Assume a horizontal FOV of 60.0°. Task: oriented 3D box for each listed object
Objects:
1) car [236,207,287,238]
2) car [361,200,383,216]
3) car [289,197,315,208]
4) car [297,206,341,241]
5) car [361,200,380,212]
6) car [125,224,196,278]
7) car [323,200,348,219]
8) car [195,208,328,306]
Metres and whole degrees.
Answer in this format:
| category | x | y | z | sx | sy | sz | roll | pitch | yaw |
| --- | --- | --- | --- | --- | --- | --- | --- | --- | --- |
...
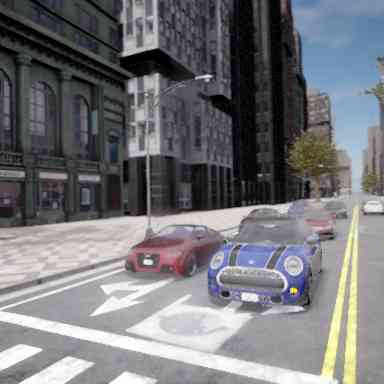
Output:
| category | x | y | z | sx | sy | sz | roll | pitch | yaw |
| --- | --- | --- | --- | --- | --- | --- | --- | --- | --- |
| car | 4.371 | 1.768 | 20.385 | 1.837 | 1.490 | 4.892 | -2 | -1 | 27 |
| car | 19.347 | 1.711 | 35.491 | 1.812 | 1.442 | 4.674 | -2 | -1 | 27 |
| car | 11.119 | 1.695 | 33.836 | 2.097 | 1.767 | 4.553 | -2 | -1 | 27 |
| car | 6.817 | 1.691 | 18.047 | 1.812 | 1.442 | 4.674 | -2 | -1 | 27 |
| car | 23.727 | 1.790 | 44.348 | 2.033 | 1.411 | 5.357 | -2 | -1 | 27 |
| car | -0.324 | 1.769 | 10.990 | 1.994 | 1.385 | 4.181 | -2 | -1 | 27 |
| car | 13.668 | 1.600 | 31.676 | 2.097 | 1.767 | 4.553 | -2 | -1 | 27 |
| car | 2.076 | 1.459 | 8.483 | 2.097 | 1.767 | 4.553 | -2 | -1 | 26 |
